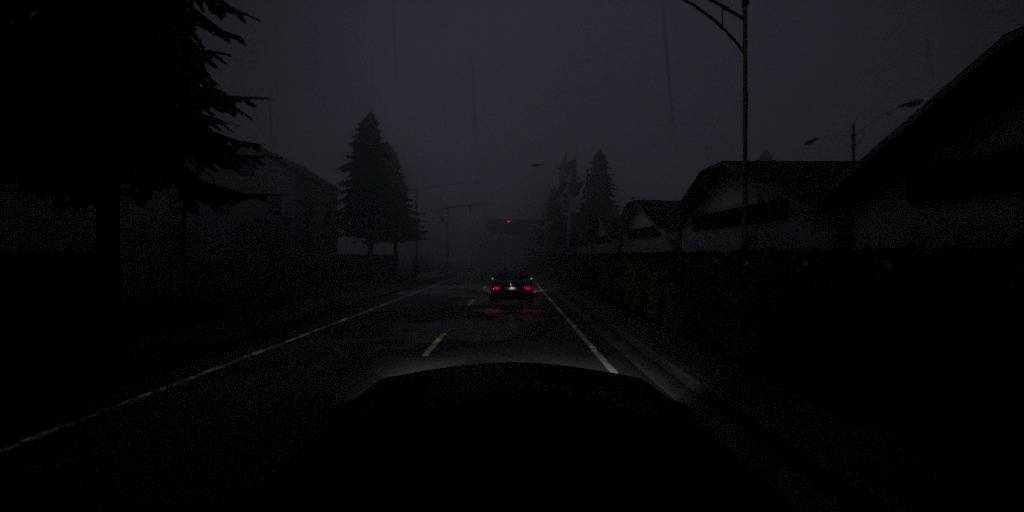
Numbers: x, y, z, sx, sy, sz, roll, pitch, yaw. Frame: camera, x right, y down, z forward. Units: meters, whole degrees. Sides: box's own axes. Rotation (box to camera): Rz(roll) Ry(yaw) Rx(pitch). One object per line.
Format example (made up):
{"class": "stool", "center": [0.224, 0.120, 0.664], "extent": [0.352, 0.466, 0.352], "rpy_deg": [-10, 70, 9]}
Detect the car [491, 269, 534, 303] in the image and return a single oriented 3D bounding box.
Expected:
{"class": "car", "center": [0.000, 1.313, 16.500], "extent": [2.033, 1.411, 5.357], "rpy_deg": [0, 0, 0]}
